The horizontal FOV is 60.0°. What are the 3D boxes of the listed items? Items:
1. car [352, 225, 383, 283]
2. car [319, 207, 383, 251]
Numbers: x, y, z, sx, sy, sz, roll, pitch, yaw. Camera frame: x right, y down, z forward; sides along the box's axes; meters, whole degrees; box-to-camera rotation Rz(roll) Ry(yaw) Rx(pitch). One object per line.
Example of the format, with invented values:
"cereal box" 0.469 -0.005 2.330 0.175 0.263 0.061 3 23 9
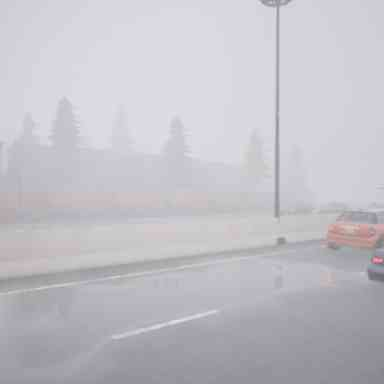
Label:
"car" 6.560 1.623 8.448 5.357 1.411 2.033 0 0 -35
"car" 7.503 1.454 13.421 4.553 1.767 2.097 1 0 -35
